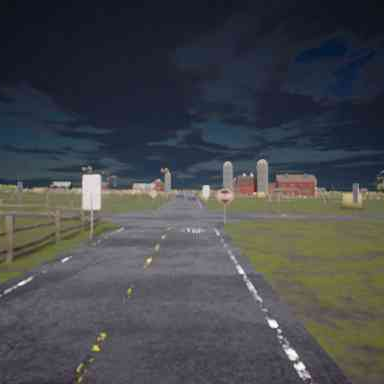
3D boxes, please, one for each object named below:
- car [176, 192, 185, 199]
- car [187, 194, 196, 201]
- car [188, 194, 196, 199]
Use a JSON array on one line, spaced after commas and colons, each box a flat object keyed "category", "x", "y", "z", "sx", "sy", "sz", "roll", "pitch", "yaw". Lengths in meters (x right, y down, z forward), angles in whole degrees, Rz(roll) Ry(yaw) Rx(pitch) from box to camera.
[{"category": "car", "x": -2.782, "y": 0.830, "z": 81.115, "sx": 1.837, "sy": 1.490, "sz": 4.892, "roll": 0, "pitch": 0, "yaw": 0}, {"category": "car", "x": -0.029, "y": 1.251, "z": 76.080, "sx": 1.812, "sy": 1.442, "sz": 4.674, "roll": 0, "pitch": 0, "yaw": 0}, {"category": "car", "x": -0.033, "y": 1.175, "z": 86.148, "sx": 1.895, "sy": 1.301, "sz": 4.718, "roll": 0, "pitch": 0, "yaw": 0}]
